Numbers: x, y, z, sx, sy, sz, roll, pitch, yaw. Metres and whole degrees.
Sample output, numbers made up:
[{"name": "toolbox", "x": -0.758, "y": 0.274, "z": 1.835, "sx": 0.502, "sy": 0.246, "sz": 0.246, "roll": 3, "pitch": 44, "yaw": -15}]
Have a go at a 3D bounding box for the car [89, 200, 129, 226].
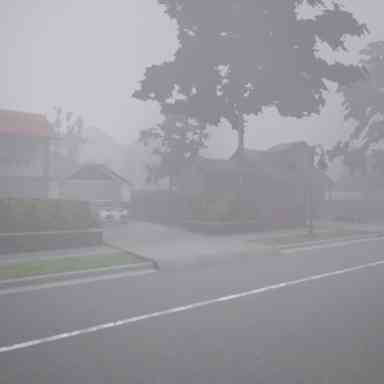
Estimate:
[{"name": "car", "x": -5.425, "y": 1.250, "z": 20.744, "sx": 1.970, "sy": 1.475, "sz": 3.806, "roll": 1, "pitch": 0, "yaw": -35}]
